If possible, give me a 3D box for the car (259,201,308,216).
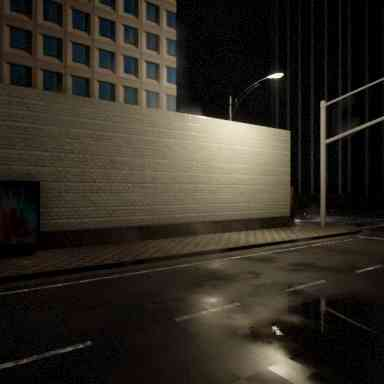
[{"bbox_3d":[9.378,1.656,34.337,1.895,1.301,4.718,0,0,-36],"label":"car"}]

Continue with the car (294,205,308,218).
[{"bbox_3d":[8.176,1.581,30.012,1.812,1.442,4.674,0,0,-36],"label":"car"}]
